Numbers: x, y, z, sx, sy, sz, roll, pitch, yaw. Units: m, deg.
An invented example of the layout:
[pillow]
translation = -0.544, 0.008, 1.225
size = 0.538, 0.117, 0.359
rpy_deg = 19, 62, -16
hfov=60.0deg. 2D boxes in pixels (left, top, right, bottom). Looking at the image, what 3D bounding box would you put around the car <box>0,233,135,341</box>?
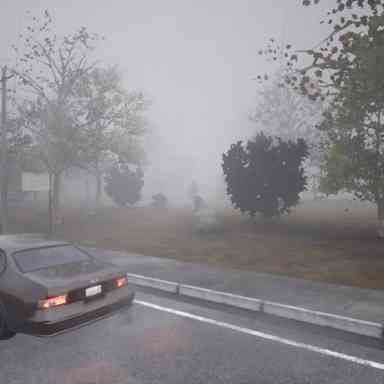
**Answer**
[car]
translation = -3.543, 1.547, 6.511
size = 5.357, 1.411, 2.033
rpy_deg = 0, 0, 35
